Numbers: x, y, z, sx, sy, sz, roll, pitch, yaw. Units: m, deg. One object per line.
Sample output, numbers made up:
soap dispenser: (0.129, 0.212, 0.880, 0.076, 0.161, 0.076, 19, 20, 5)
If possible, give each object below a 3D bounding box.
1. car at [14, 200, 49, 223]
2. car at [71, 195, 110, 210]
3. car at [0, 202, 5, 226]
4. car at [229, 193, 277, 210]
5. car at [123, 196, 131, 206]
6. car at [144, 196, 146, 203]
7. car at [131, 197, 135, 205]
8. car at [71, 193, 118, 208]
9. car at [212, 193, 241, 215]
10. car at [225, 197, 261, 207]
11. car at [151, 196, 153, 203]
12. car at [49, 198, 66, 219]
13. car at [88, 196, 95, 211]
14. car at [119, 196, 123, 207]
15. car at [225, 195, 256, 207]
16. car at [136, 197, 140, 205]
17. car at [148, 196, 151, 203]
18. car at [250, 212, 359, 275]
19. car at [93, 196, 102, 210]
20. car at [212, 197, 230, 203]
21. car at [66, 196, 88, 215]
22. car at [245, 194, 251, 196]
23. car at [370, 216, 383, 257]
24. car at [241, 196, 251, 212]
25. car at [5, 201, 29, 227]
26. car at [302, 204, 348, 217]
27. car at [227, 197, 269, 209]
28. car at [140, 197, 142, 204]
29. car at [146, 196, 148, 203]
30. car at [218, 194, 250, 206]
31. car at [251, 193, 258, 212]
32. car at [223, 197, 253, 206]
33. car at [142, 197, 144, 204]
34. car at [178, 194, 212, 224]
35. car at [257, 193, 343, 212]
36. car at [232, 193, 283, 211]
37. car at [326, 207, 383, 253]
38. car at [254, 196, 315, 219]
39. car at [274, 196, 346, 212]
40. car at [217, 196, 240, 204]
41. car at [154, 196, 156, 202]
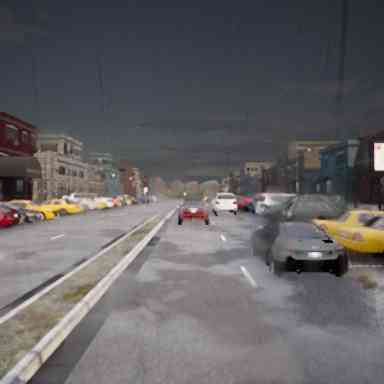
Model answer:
car: (-12.844, 1.415, 22.686, 4.892, 1.521, 2.231, 0, 0, 0)
car: (-12.991, 1.397, 39.349, 5.366, 1.575, 1.946, 0, 0, 0)
car: (-12.843, 1.438, 17.127, 5.008, 1.535, 2.097, 0, 0, 0)
car: (7.613, 1.180, 41.840, 5.566, 2.045, 2.435, 0, 0, 0)
car: (-12.784, 1.567, 53.359, 4.892, 1.521, 2.231, 0, -1, 0)
car: (-12.775, 1.856, 69.906, 4.792, 1.488, 2.163, 0, -1, 0)
car: (-12.958, 1.605, 56.139, 5.366, 1.575, 1.946, 0, -1, 0)
car: (-12.771, 1.169, 42.129, 5.566, 2.045, 2.435, 0, 0, 0)
car: (3.101, 1.135, 32.789, 2.150, 2.045, 5.566, 0, 0, 0)
car: (7.636, 1.525, 50.102, 5.008, 1.535, 2.097, 0, -1, 0)
car: (-12.754, 2.050, 81.021, 4.792, 1.488, 2.163, 0, -1, 0)
car: (-12.837, 1.400, 25.590, 5.008, 1.535, 2.097, 0, 0, 0)
car: (-12.818, 1.420, 33.917, 4.674, 1.452, 2.002, 0, 0, 0)
car: (-12.758, 1.358, 47.681, 4.553, 1.767, 2.185, 0, -1, 0)
car: (7.673, 1.439, 52.862, 4.553, 1.767, 2.185, 0, -1, 0)
car: (-12.733, 1.722, 61.570, 4.792, 1.488, 2.163, 0, -1, 0)
car: (-12.728, 2.011, 78.242, 4.674, 1.452, 2.002, 0, -1, 0)
car: (3.101, 1.550, 10.391, 1.994, 1.385, 4.181, 0, 0, 0)
car: (-12.808, 1.426, 36.575, 4.674, 1.452, 2.002, 0, 0, 0)
car: (7.665, 2.190, 88.702, 4.792, 1.488, 2.163, 0, -1, 0)
car: (-13.006, 1.379, 31.147, 5.366, 1.575, 1.946, 0, 0, 0)
car: (7.613, 1.149, 36.330, 5.566, 2.045, 2.435, 0, 0, 0)
car: (7.638, 1.510, 8.760, 4.674, 1.452, 2.002, 0, 0, 0)
car: (7.636, 1.392, 33.572, 5.008, 1.535, 2.097, 0, 0, 0)
car: (-12.872, 1.456, 19.907, 4.792, 1.488, 2.163, 0, 0, 0)
car: (7.826, 1.452, 14.276, 5.366, 1.575, 1.946, 0, 0, 0)
car: (7.456, 1.452, 44.591, 5.366, 1.575, 1.946, 0, -1, 0)
car: (-12.762, 1.736, 64.349, 5.008, 1.535, 2.097, 0, -1, 0)
car: (-12.735, 1.876, 72.810, 5.008, 1.535, 2.097, 0, -1, 0)
car: (7.670, 1.435, 61.135, 5.566, 2.045, 2.435, 0, -1, 0)
car: (7.669, 1.160, 25.306, 5.566, 2.045, 2.435, 0, 0, 0)
car: (7.671, 1.634, 55.617, 4.792, 1.488, 2.163, 0, -1, 0)
car: (-12.745, 1.783, 67.128, 4.892, 1.521, 2.231, 0, -1, 0)
car: (0.101, 1.288, 24.203, 2.097, 1.767, 4.553, 0, 0, 0)
car: (7.613, 1.172, 22.549, 5.566, 2.045, 2.435, 0, 0, 0)
car: (7.613, 1.159, 39.083, 5.566, 2.045, 2.435, 0, 0, 0)
car: (7.826, 1.460, 11.517, 5.366, 1.575, 1.946, 0, 0, 0)
car: (7.672, 1.275, 28.062, 4.553, 1.767, 2.185, 0, 0, 0)
car: (7.610, 1.309, 19.792, 4.553, 1.767, 2.185, 0, 0, 0)
car: (7.610, 1.690, 69.403, 4.553, 1.767, 2.185, 0, -1, 0)
car: (-12.706, 2.215, 89.355, 4.674, 1.452, 2.002, 0, -1, 0)
